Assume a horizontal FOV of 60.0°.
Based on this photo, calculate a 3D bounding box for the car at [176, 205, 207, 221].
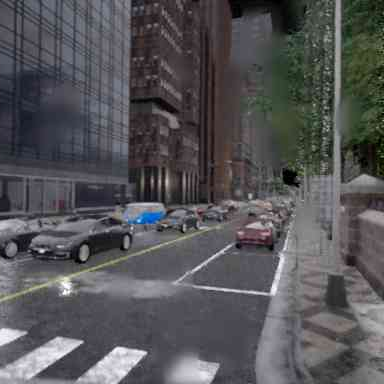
[{"bbox_3d":[0.021,2.081,34.200,1.887,1.381,4.507,0,-1,18],"label":"car"}]

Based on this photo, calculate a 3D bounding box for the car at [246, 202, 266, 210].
[{"bbox_3d":[7.919,2.285,39.847,1.994,1.385,4.181,1,-1,19],"label":"car"}]

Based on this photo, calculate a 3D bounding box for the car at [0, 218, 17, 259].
[{"bbox_3d":[-6.679,1.679,13.141,2.008,1.369,4.403,0,-1,18],"label":"car"}]

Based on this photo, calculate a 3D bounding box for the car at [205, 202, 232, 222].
[{"bbox_3d":[2.274,2.052,32.452,1.837,1.490,4.892,1,-1,18],"label":"car"}]

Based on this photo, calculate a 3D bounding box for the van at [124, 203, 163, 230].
[{"bbox_3d":[-3.327,1.683,23.673,1.690,1.788,3.998,0,-1,18],"label":"van"}]

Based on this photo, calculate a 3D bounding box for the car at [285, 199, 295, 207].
[{"bbox_3d":[24.900,2.690,84.266,2.192,1.841,5.009,1,0,18],"label":"car"}]

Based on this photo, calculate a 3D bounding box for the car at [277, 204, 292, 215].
[{"bbox_3d":[13.174,2.424,47.417,1.887,1.381,4.507,1,-1,18],"label":"car"}]

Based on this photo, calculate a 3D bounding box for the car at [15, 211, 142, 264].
[{"bbox_3d":[-3.996,1.670,12.786,1.837,1.490,4.892,1,-1,18],"label":"car"}]

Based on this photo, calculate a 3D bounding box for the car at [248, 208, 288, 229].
[{"bbox_3d":[4.798,1.980,21.093,2.008,1.369,4.403,0,-1,18],"label":"car"}]

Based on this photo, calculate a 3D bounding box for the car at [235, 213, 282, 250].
[{"bbox_3d":[3.122,1.907,15.829,1.802,1.307,4.206,0,-1,18],"label":"car"}]

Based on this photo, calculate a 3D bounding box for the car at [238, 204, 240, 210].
[{"bbox_3d":[6.723,2.307,55.257,1.967,1.590,4.097,1,-1,18],"label":"car"}]

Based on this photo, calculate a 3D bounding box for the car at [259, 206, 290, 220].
[{"bbox_3d":[6.470,2.094,26.359,1.947,1.339,4.313,0,-1,18],"label":"car"}]

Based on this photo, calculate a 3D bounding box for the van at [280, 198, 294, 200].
[{"bbox_3d":[14.851,2.295,52.682,1.690,1.788,3.998,1,-1,18],"label":"van"}]

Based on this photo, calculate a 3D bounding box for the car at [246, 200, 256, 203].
[{"bbox_3d":[13.420,2.704,76.312,2.008,1.369,4.403,1,-1,18],"label":"car"}]

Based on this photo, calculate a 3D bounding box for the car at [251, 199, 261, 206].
[{"bbox_3d":[16.772,2.728,86.841,1.967,1.590,4.097,1,0,18],"label":"car"}]

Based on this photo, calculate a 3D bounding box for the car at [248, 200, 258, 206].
[{"bbox_3d":[15.044,2.745,81.414,1.752,1.417,4.829,1,-1,18],"label":"car"}]

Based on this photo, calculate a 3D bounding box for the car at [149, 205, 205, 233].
[{"bbox_3d":[-0.875,1.868,22.585,1.837,1.490,4.892,1,-1,18],"label":"car"}]

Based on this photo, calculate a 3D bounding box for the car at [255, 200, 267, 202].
[{"bbox_3d":[11.045,2.351,49.823,1.882,1.535,5.008,1,0,18],"label":"car"}]

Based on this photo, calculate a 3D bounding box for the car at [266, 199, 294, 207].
[{"bbox_3d":[9.826,2.028,36.891,2.192,1.841,5.009,1,-1,18],"label":"car"}]

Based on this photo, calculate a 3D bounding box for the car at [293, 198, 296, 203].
[{"bbox_3d":[23.226,2.624,79.002,2.192,1.841,5.009,1,0,18],"label":"car"}]

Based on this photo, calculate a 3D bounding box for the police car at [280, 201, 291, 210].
[{"bbox_3d":[18.240,2.538,64.647,1.930,1.638,5.238,1,-1,18],"label":"police car"}]

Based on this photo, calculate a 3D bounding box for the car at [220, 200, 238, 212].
[{"bbox_3d":[5.050,2.107,49.996,2.192,1.841,5.009,1,-1,18],"label":"car"}]

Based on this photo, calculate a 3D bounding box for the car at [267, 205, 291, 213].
[{"bbox_3d":[8.147,2.205,31.623,1.802,1.307,4.206,0,-1,18],"label":"car"}]
